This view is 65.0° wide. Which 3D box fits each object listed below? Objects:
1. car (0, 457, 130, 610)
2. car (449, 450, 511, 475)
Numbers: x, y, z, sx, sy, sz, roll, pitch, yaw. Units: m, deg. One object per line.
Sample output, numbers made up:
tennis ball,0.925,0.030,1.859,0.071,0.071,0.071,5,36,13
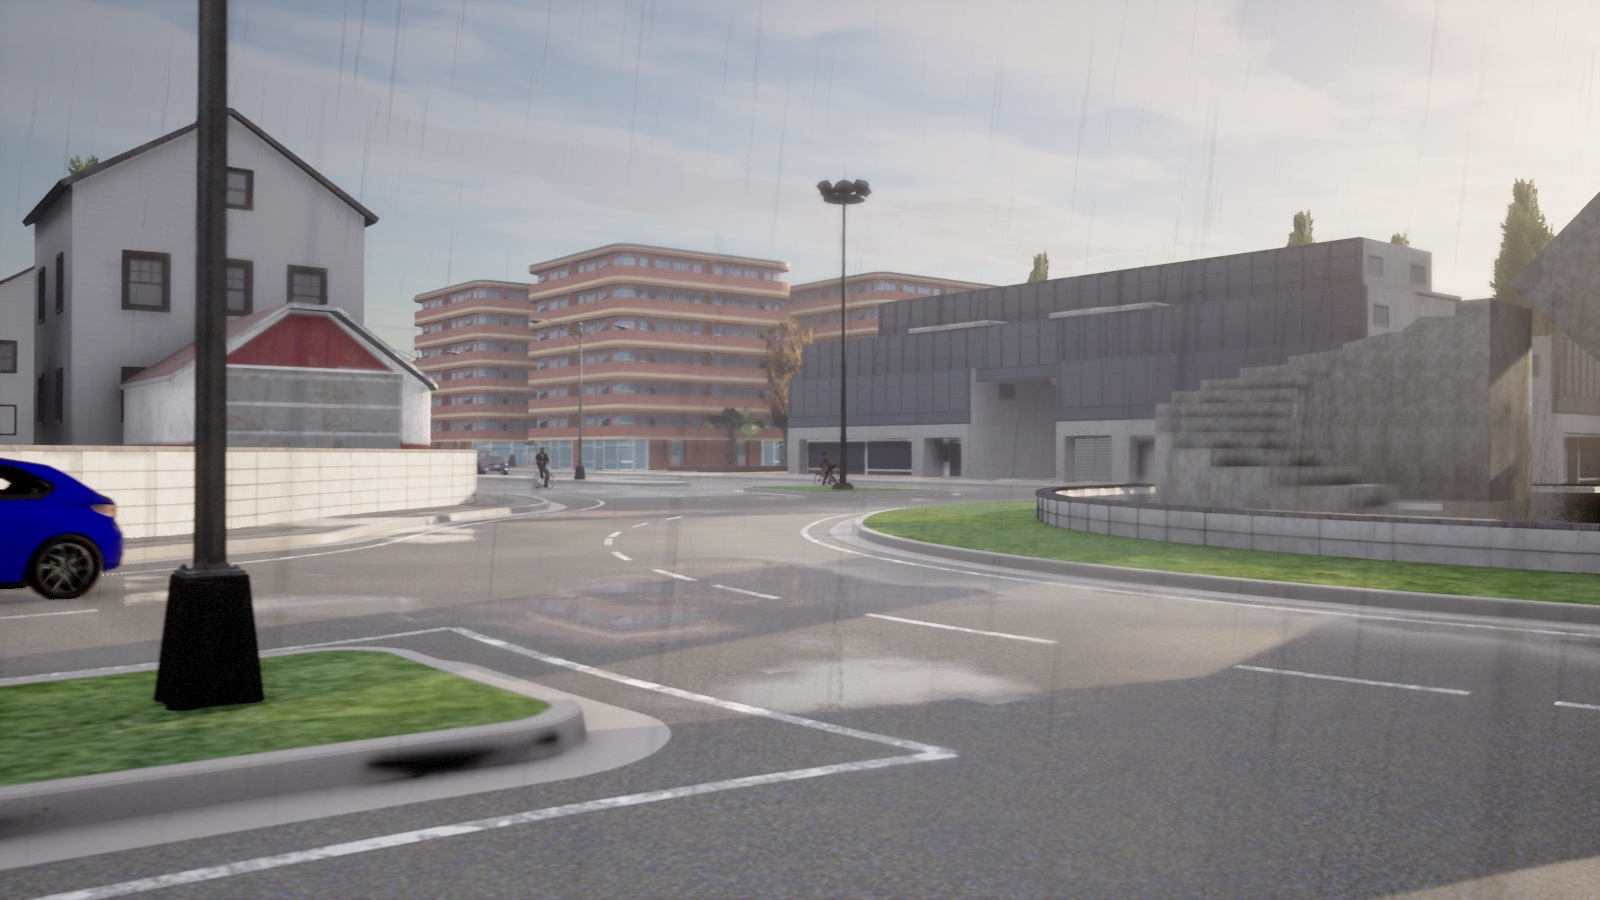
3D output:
car,-8.981,0.805,11.985,1.816,1.474,4.193,0,0,41
car,-21.508,0.836,84.372,2.152,1.651,5.027,0,0,-39
